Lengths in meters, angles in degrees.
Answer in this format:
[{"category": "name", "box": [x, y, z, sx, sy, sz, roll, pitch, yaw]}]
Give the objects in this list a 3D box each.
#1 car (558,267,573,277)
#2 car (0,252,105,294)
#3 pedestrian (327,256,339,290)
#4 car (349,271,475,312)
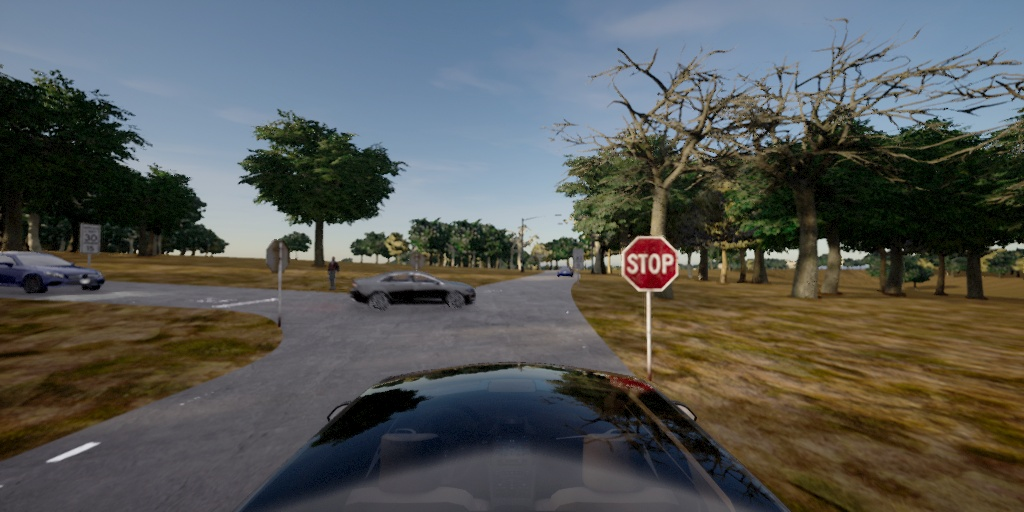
[{"category": "car", "box": [7.341, 2.146, 49.048, 1.994, 1.385, 4.181, 0, -1, 11]}, {"category": "car", "box": [-18.384, 0.594, 13.621, 4.674, 1.442, 1.812, 2, -2, 3]}, {"category": "pedestrian", "box": [-9.778, 0.912, 19.545, 0.375, 1.860, 0.375, 0, -4, 3]}, {"category": "car", "box": [-3.940, 1.358, 14.581, 4.902, 1.511, 2.128, 2, 0, -20]}]
